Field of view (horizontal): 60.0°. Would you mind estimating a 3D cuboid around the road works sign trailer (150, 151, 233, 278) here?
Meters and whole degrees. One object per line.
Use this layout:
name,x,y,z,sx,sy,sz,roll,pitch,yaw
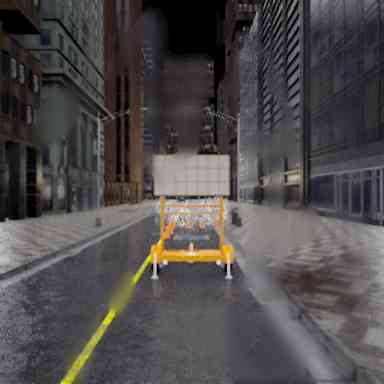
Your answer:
road works sign trailer,-0.003,0.546,10.368,2.380,3.560,2.880,0,0,0
